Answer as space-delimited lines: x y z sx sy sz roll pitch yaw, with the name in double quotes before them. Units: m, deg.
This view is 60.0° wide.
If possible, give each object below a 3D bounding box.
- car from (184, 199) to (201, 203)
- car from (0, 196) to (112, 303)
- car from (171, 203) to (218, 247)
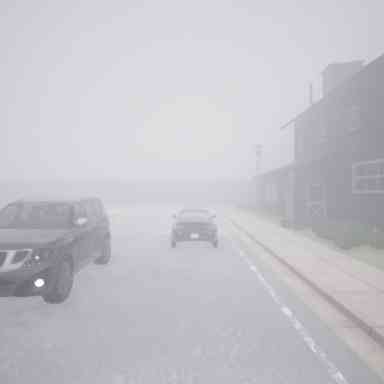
"car" 0.072 1.297 30.256 2.033 1.411 5.357 0 0 0
"car" -3.605 1.150 8.399 2.150 2.045 5.566 0 0 0
"car" 0.087 1.406 14.324 1.812 1.442 4.674 0 0 0
